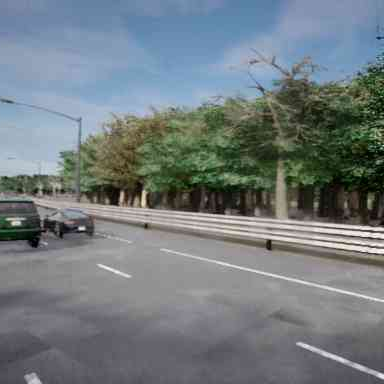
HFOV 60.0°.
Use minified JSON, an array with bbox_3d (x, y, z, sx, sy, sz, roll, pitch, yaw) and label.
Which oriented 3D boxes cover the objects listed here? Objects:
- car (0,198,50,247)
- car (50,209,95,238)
[{"bbox_3d":[-8.343,1.269,14.616,2.150,2.045,5.566,2,-1,-40],"label":"car"},{"bbox_3d":[-6.955,1.660,18.441,1.812,1.442,4.674,2,-1,-39],"label":"car"}]
